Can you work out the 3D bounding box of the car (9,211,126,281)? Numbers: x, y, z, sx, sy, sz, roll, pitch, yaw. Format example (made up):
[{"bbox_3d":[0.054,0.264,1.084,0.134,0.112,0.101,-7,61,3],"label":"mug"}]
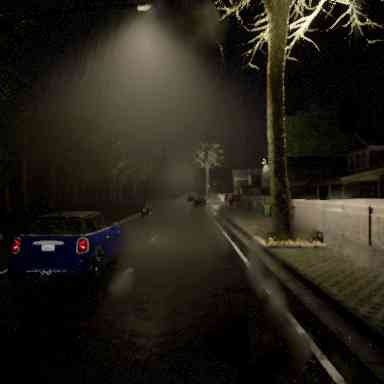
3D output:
[{"bbox_3d":[-3.392,1.341,9.978,2.097,1.767,4.553,0,0,0],"label":"car"}]

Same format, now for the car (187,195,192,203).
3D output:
[{"bbox_3d":[0.045,1.473,67.305,1.837,1.490,4.892,0,0,0],"label":"car"}]

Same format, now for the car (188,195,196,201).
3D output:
[{"bbox_3d":[0.055,1.385,83.197,1.994,1.385,4.181,0,0,0],"label":"car"}]

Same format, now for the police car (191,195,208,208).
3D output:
[{"bbox_3d":[1.257,1.395,48.772,1.930,1.638,5.238,0,0,0],"label":"police car"}]

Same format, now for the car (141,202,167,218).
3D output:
[{"bbox_3d":[-3.379,1.575,30.246,1.895,1.301,4.718,0,0,0],"label":"car"}]
